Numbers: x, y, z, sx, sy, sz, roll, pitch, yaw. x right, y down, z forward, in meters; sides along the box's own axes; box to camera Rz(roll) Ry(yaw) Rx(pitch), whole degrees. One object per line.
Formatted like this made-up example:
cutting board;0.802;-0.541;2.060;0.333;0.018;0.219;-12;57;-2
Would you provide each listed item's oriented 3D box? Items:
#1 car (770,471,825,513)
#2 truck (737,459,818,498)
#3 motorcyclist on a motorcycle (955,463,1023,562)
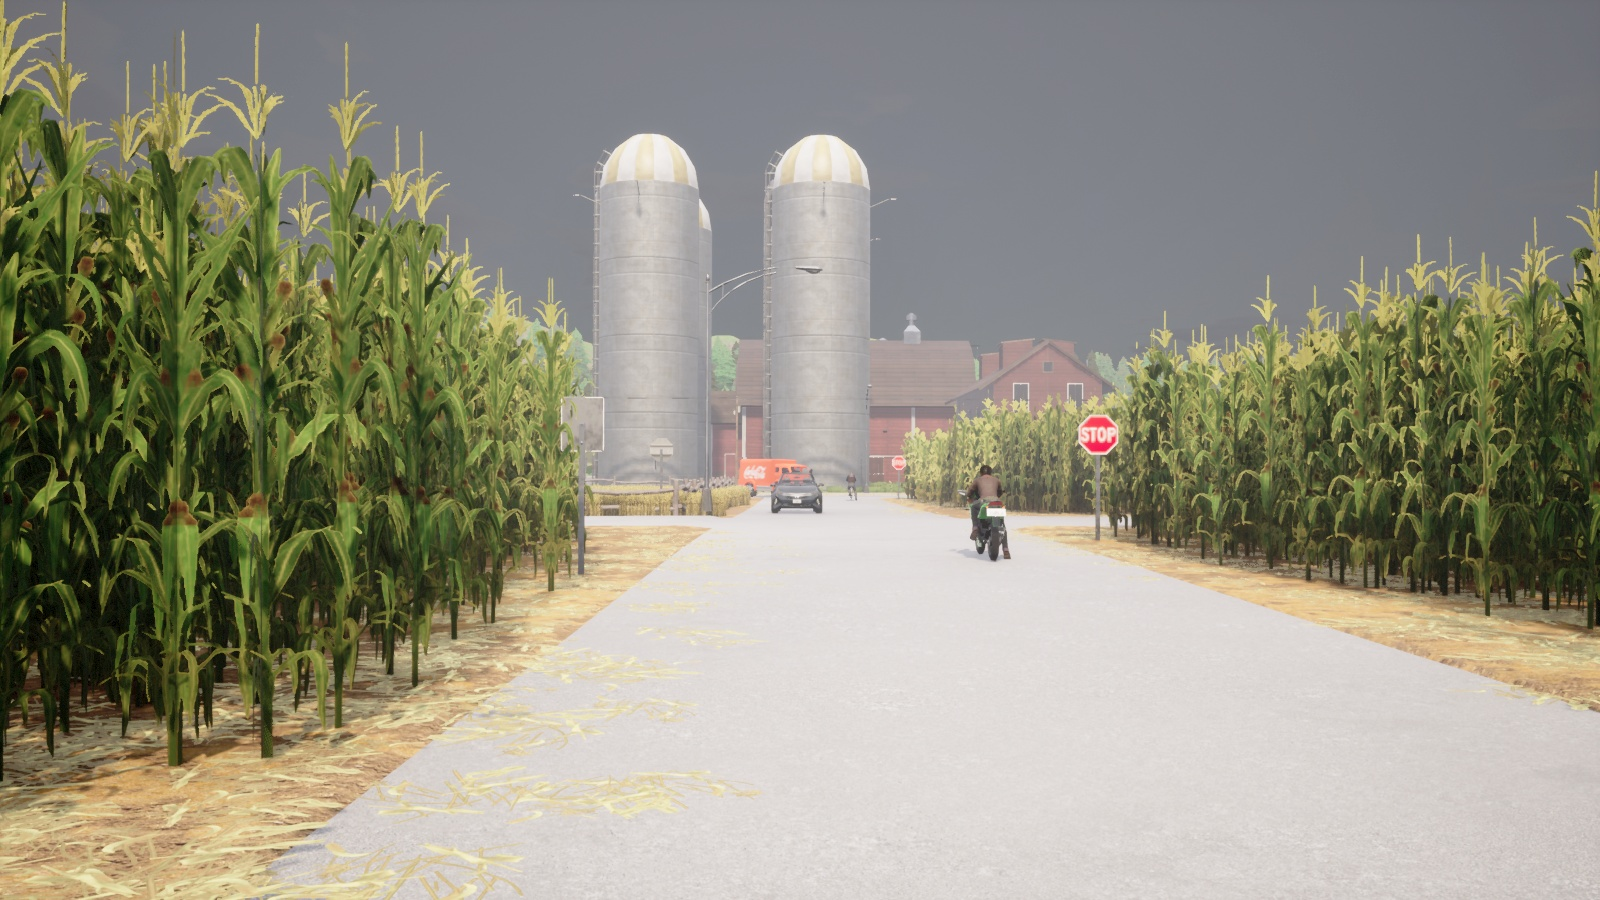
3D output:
car;-0.105;1.583;47.921;2.007;1.525;4.514;0;-1;0
truck;-1.499;1.838;81.143;2.627;2.467;5.204;2;-2;-38
motorcyclist on a motorcycle;3.055;0.977;20.496;0.797;1.523;2.044;0;-1;0
